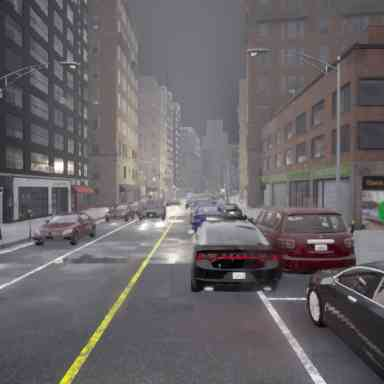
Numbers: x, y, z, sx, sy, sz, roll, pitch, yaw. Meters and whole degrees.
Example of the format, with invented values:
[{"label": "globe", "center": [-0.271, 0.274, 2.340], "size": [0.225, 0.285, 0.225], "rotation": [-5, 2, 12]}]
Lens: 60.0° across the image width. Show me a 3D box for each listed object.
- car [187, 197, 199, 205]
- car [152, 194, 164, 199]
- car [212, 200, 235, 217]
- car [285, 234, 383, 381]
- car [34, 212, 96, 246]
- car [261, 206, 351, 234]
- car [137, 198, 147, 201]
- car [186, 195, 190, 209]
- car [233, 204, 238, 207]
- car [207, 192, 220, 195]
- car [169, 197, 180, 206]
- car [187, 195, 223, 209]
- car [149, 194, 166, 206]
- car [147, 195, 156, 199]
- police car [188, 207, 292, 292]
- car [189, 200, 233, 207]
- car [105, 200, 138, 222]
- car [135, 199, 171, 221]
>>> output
[{"label": "car", "center": [0.140, 1.561, 57.022], "size": [1.895, 1.301, 4.718], "rotation": [0, 0, 0]}, {"label": "car", "center": [-5.560, 1.286, 48.326], "size": [2.192, 1.841, 5.009], "rotation": [-1, 0, 0]}, {"label": "car", "center": [2.928, 1.512, 31.963], "size": [1.752, 1.417, 4.829], "rotation": [-1, 0, 0]}, {"label": "car", "center": [2.861, 1.550, 4.262], "size": [2.008, 1.369, 4.403], "rotation": [-1, 0, 0]}, {"label": "car", "center": [-5.637, 1.578, 15.279], "size": [1.802, 1.307, 4.206], "rotation": [-1, 0, 0]}, {"label": "car", "center": [2.872, 1.313, 9.768], "size": [2.192, 1.841, 5.009], "rotation": [-1, 0, 0]}, {"label": "car", "center": [-5.597, 1.569, 31.803], "size": [1.802, 1.307, 4.206], "rotation": [-1, 0, 0]}, {"label": "car", "center": [0.136, 1.539, 44.864], "size": [1.994, 1.385, 4.181], "rotation": [0, 0, 0]}, {"label": "car", "center": [2.914, 1.557, 26.287], "size": [1.947, 1.339, 4.313], "rotation": [-1, 0, 0]}, {"label": "car", "center": [5.974, 1.449, 92.640], "size": [1.947, 1.339, 4.313], "rotation": [0, 0, 9]}, {"label": "car", "center": [-2.874, 1.531, 51.865], "size": [1.994, 1.385, 4.181], "rotation": [0, 0, 0]}, {"label": "car", "center": [0.900, 1.343, 24.916], "size": [2.097, 1.767, 4.553], "rotation": [0, 0, 0]}, {"label": "car", "center": [-5.546, 1.280, 53.834], "size": [2.192, 1.841, 5.009], "rotation": [-1, 0, 0]}, {"label": "car", "center": [-5.585, 1.423, 37.310], "size": [1.967, 1.590, 4.097], "rotation": [-1, 0, 0]}, {"label": "police car", "center": [0.922, 1.423, 9.056], "size": [1.930, 1.638, 5.238], "rotation": [0, 0, 0]}, {"label": "car", "center": [0.946, 1.473, 18.947], "size": [1.882, 1.535, 5.008], "rotation": [0, 0, 0]}, {"label": "car", "center": [-5.611, 1.573, 26.295], "size": [1.802, 1.307, 4.206], "rotation": [-1, 0, 0]}, {"label": "car", "center": [-3.036, 1.554, 26.711], "size": [1.994, 1.385, 4.181], "rotation": [0, 0, 0]}]
